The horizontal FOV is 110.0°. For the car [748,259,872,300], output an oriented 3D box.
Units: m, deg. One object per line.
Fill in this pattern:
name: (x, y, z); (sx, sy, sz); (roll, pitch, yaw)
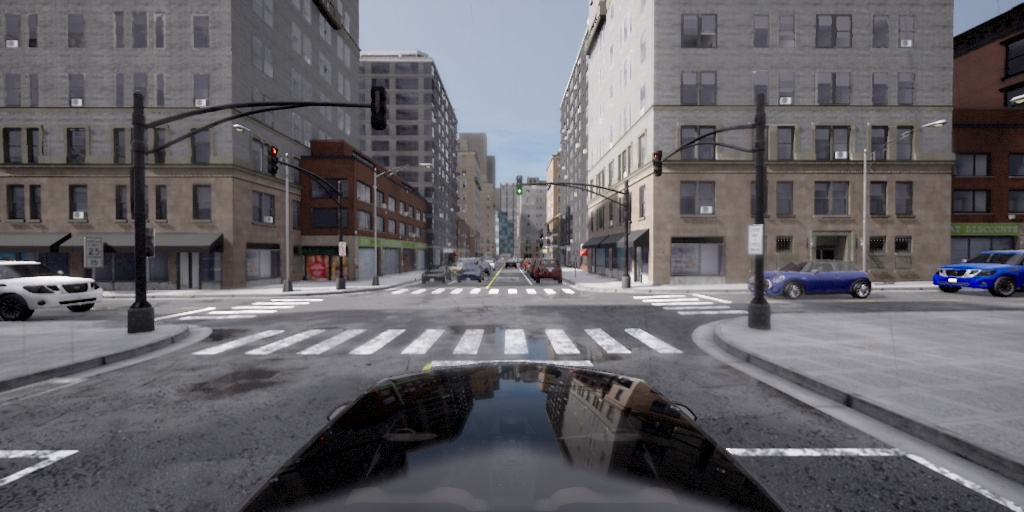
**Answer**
car: (13.404, 0.966, 16.358); (4.553, 1.767, 2.097); (-1, 1, -1)

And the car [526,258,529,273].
car: (2.725, 1.129, 33.666); (2.192, 1.841, 5.009); (0, 0, 0)

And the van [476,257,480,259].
van: (-5.877, 1.185, 50.386); (1.690, 1.789, 3.998); (0, 0, 0)

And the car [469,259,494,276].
car: (-3.257, 1.330, 39.012); (1.837, 1.490, 4.892); (0, 0, 0)

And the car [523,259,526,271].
car: (2.677, 1.360, 45.007); (1.751, 1.417, 4.829); (0, 0, 0)

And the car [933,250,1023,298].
car: (22.979, 0.736, 16.465); (5.566, 2.045, 2.150); (-1, 1, 0)

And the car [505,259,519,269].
car: (-0.161, 1.339, 61.251); (1.882, 1.535, 5.008); (0, 0, 0)

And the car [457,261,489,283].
car: (-3.213, 1.353, 28.935); (2.033, 1.411, 5.357); (0, 0, 0)

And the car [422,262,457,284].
car: (-5.778, 1.369, 28.042); (1.948, 1.339, 4.313); (0, 0, 0)

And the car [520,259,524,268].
car: (2.655, 1.159, 50.423); (2.192, 1.841, 5.009); (0, 0, 0)

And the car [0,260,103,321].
car: (-18.449, 1.167, 12.910); (5.566, 2.045, 2.150); (-1, 1, -2)

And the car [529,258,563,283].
car: (2.749, 1.118, 28.079); (2.192, 1.841, 5.009); (0, 0, 0)

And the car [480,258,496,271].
car: (-3.295, 1.371, 50.399); (1.812, 1.442, 4.674); (0, 0, 0)

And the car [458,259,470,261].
car: (-5.826, 1.351, 39.044); (1.751, 1.417, 4.829); (0, 0, 0)
